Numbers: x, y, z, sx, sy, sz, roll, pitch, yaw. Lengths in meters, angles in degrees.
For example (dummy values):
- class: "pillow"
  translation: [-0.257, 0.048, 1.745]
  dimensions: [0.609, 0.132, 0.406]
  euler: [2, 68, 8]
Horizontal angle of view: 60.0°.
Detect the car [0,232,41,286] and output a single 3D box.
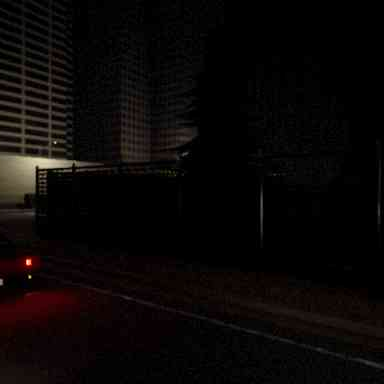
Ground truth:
- class: "car"
  translation: [-5.757, 1.561, 8.107]
  dimensions: [4.718, 1.301, 1.895]
  euler: [0, 0, 37]
